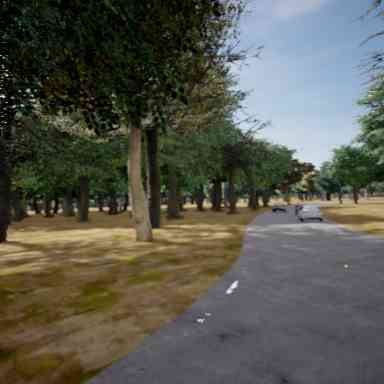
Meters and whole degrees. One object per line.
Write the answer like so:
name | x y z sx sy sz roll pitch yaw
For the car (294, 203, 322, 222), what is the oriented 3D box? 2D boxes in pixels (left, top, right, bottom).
car | 10.780 1.911 30.602 1.812 1.442 4.674 -1 -1 13

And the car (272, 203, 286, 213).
car | 13.010 2.291 49.650 2.033 1.411 5.357 -1 -1 18
